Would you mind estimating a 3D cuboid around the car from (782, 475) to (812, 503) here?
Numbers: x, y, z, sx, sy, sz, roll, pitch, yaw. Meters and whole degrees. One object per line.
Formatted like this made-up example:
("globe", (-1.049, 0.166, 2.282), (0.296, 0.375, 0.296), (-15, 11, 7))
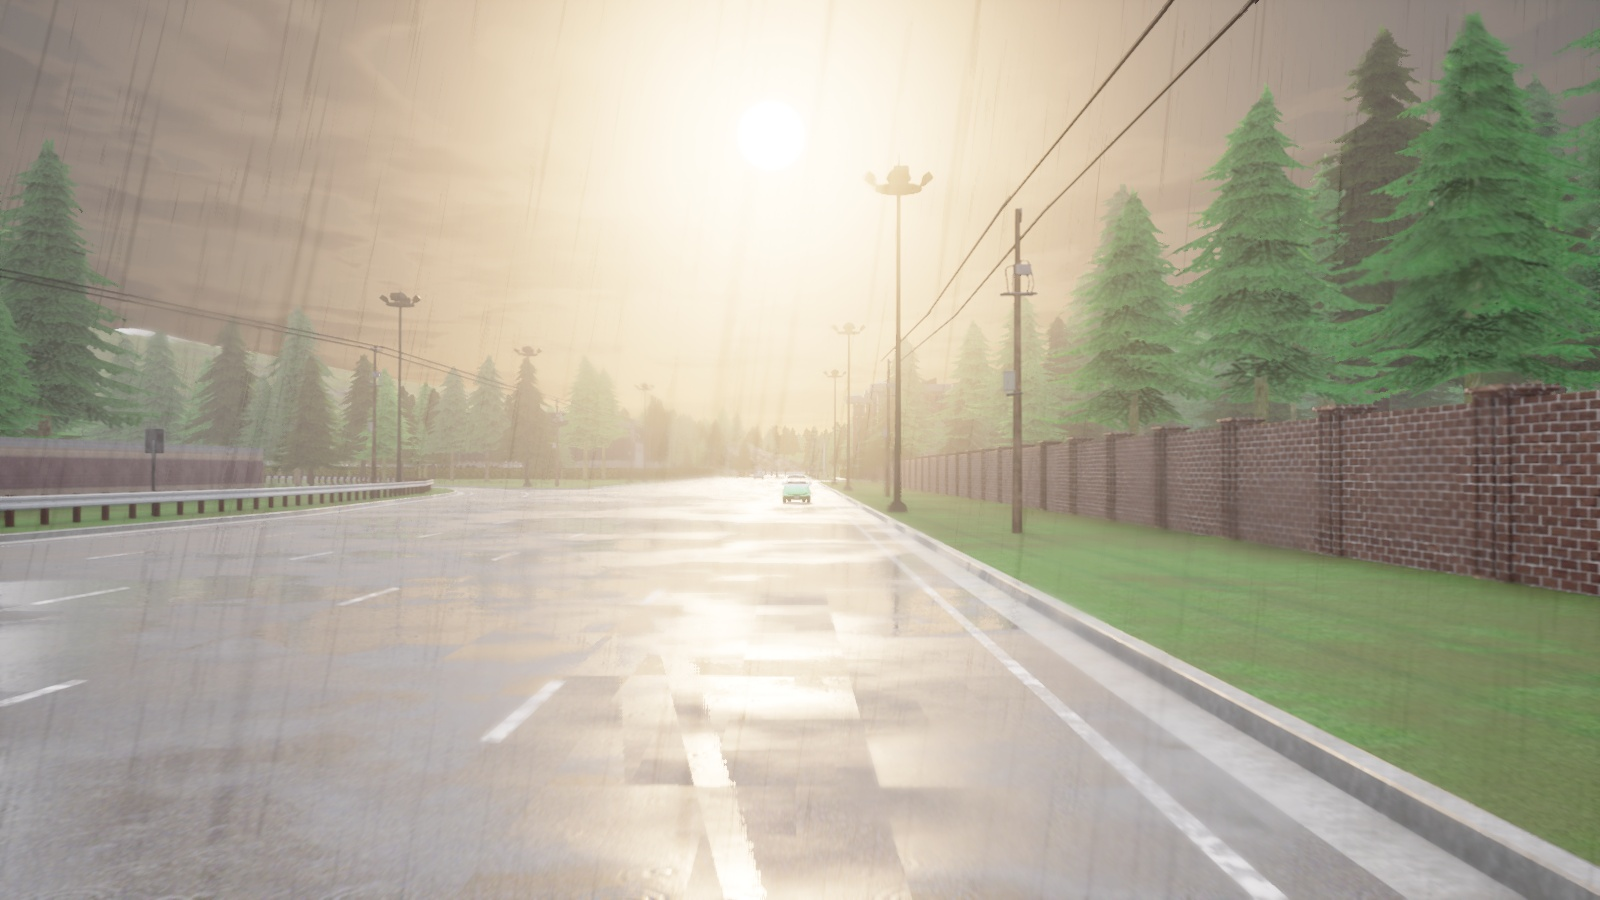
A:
("car", (-0.149, 1.910, 62.117), (1.481, 1.376, 2.207), (0, -1, 0))
